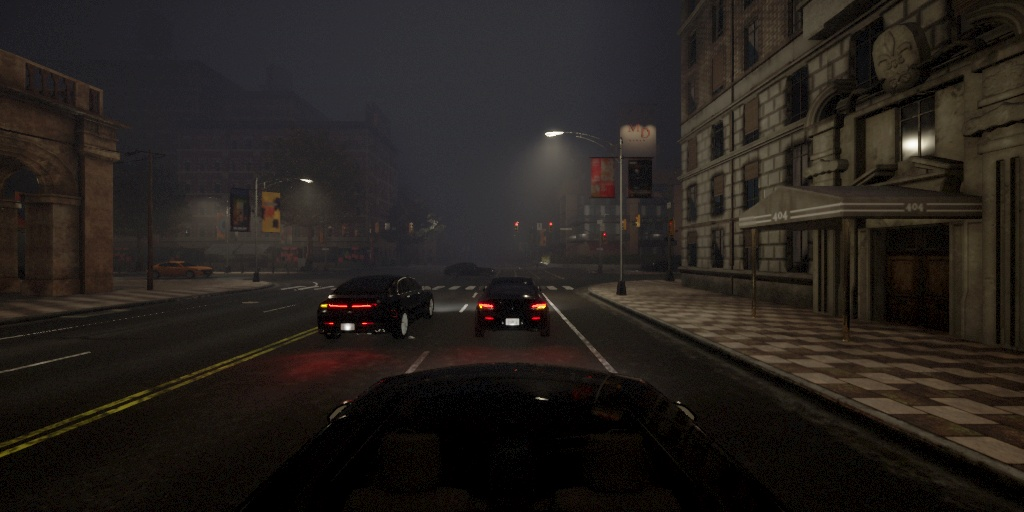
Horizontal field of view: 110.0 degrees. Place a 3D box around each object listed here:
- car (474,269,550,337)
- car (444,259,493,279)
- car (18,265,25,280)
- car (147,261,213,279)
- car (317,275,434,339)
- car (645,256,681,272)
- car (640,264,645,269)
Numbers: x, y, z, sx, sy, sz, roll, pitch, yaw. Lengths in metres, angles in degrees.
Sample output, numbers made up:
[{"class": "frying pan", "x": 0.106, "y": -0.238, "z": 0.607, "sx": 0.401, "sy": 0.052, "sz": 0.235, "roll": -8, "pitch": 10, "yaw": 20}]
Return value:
[{"class": "car", "x": 0.007, "y": 1.276, "z": 10.156, "sx": 1.812, "sy": 1.442, "sz": 4.674, "roll": 0, "pitch": 0, "yaw": 0}, {"class": "car", "x": -3.822, "y": 1.276, "z": 32.561, "sx": 4.674, "sy": 1.442, "sz": 1.812, "roll": 0, "pitch": 0, "yaw": 0}, {"class": "car", "x": -41.119, "y": 1.228, "z": 32.417, "sx": 5.008, "sy": 1.535, "sz": 1.882, "roll": 1, "pitch": 0, "yaw": 0}, {"class": "car", "x": -29.976, "y": 1.228, "z": 32.459, "sx": 5.008, "sy": 1.535, "sz": 1.882, "roll": 0, "pitch": 0, "yaw": 0}, {"class": "car", "x": -3.494, "y": 1.255, "z": 10.036, "sx": 1.837, "sy": 1.490, "sz": 4.892, "roll": 0, "pitch": 0, "yaw": 0}, {"class": "car", "x": 19.991, "y": 0.971, "z": 44.331, "sx": 5.566, "sy": 2.045, "sz": 2.150, "roll": 0, "pitch": 0, "yaw": 1}, {"class": "car", "x": 19.999, "y": 1.297, "z": 47.848, "sx": 5.357, "sy": 1.411, "sz": 2.033, "roll": 0, "pitch": 0, "yaw": 0}]
